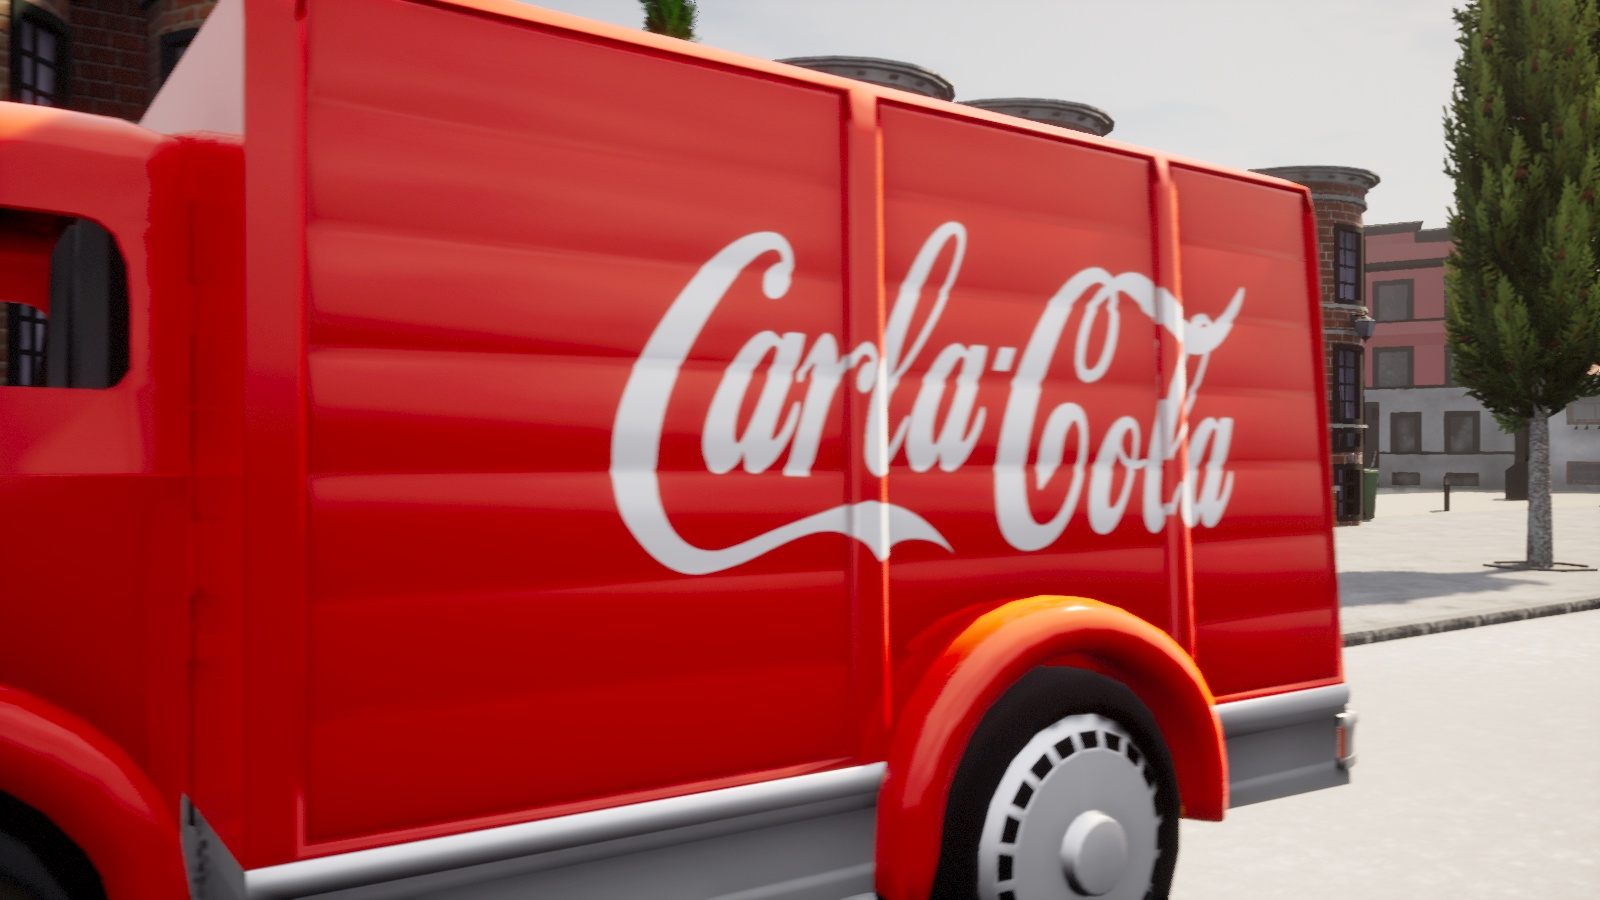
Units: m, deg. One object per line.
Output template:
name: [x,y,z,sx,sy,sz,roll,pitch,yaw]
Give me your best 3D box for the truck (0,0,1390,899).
truck: [-1.027,0.269,3.554,5.204,2.467,2.627,0,0,-35]
